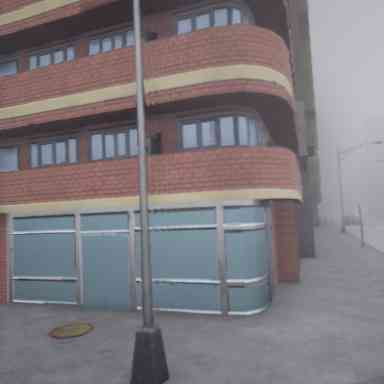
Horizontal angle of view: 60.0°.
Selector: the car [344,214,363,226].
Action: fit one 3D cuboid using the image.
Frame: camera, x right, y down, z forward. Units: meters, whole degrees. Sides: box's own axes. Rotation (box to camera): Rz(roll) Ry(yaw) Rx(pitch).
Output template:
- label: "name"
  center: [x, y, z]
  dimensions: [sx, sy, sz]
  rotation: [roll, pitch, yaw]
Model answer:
- label: "car"
  center: [20.248, 3.529, 41.855]
  dimensions: [2.033, 1.411, 5.357]
  rotation: [-4, -4, 20]
